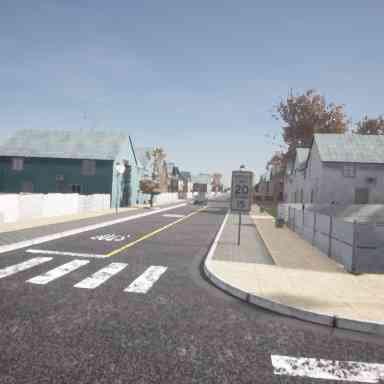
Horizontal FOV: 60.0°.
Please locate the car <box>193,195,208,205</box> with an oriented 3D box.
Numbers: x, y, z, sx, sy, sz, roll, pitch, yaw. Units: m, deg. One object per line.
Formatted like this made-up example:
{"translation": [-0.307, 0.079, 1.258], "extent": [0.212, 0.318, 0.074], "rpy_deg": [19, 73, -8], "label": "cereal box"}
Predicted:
{"translation": [1.377, 1.198, 50.750], "extent": [1.837, 1.490, 4.892], "rpy_deg": [3, 1, 8], "label": "car"}
